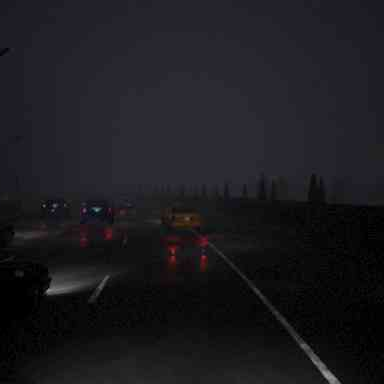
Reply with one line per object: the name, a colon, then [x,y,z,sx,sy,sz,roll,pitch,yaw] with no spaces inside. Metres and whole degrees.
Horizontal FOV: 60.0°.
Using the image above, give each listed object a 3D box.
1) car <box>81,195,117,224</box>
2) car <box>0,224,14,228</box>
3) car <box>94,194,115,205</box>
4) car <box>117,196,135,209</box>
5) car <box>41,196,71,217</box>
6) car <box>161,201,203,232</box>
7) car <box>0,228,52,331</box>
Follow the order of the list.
car: [-6.571,1.194,23.461,2.097,1.767,4.553,0,0,-13]
car: [-7.791,1.535,11.219,1.895,1.301,4.718,0,0,-7]
car: [-13.485,1.158,51.135,1.837,1.490,4.892,0,0,-31]
car: [-8.165,1.250,39.950,1.812,1.442,4.674,0,0,-23]
car: [-11.715,1.165,28.919,2.097,1.767,4.553,0,0,-17]
car: [-0.714,1.315,19.251,1.801,1.575,5.366,0,0,-11]
car: [-3.625,1.524,4.230,2.033,1.411,5.357,0,0,-3]
